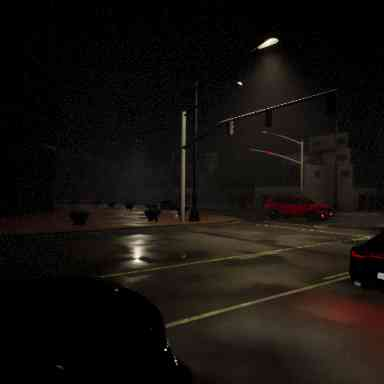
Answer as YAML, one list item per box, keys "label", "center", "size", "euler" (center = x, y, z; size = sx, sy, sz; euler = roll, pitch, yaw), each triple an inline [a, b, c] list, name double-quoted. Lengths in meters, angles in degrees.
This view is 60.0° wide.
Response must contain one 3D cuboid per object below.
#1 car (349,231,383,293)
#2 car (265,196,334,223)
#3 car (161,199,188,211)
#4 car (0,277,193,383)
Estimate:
- label: "car"
  center: [5.752, 1.498, 7.883]
  size: [5.008, 1.535, 1.882]
  euler: [0, 0, -35]
- label: "car"
  center: [8.664, 1.340, 27.338]
  size: [2.150, 2.045, 5.566]
  euler: [1, 0, -44]
- label: "car"
  center: [-2.297, 1.620, 42.016]
  size: [1.812, 1.442, 4.674]
  euler: [1, -1, -35]
- label: "car"
  center: [-2.646, 1.218, 1.857]
  size: [5.566, 2.045, 2.150]
  euler: [1, 0, -36]
